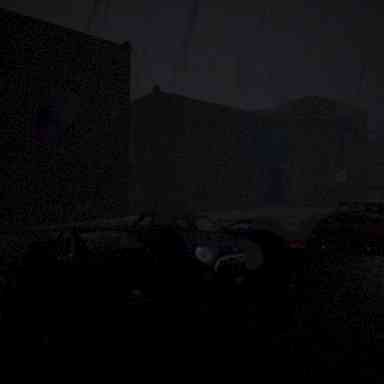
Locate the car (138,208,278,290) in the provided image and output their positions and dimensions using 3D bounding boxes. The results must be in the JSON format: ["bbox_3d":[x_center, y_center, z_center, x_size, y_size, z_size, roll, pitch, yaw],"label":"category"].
[{"bbox_3d":[-0.173,1.392,9.362,2.185,1.767,4.553,1,0,-36],"label":"car"}]

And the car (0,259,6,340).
[{"bbox_3d":[-4.580,1.475,5.951,1.946,1.575,5.366,1,0,-36],"label":"car"}]

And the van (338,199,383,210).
[{"bbox_3d":[8.892,1.364,15.934,1.878,1.987,4.442,0,0,-36],"label":"van"}]

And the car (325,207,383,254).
[{"bbox_3d":[6.624,1.601,14.208,2.163,1.488,4.792,0,0,-36],"label":"car"}]

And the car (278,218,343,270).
[{"bbox_3d":[2.111,1.575,10.949,2.002,1.452,4.674,0,0,-36],"label":"car"}]

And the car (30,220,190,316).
[{"bbox_3d":[-2.419,1.499,7.713,2.231,1.521,4.892,0,0,-36],"label":"car"}]
